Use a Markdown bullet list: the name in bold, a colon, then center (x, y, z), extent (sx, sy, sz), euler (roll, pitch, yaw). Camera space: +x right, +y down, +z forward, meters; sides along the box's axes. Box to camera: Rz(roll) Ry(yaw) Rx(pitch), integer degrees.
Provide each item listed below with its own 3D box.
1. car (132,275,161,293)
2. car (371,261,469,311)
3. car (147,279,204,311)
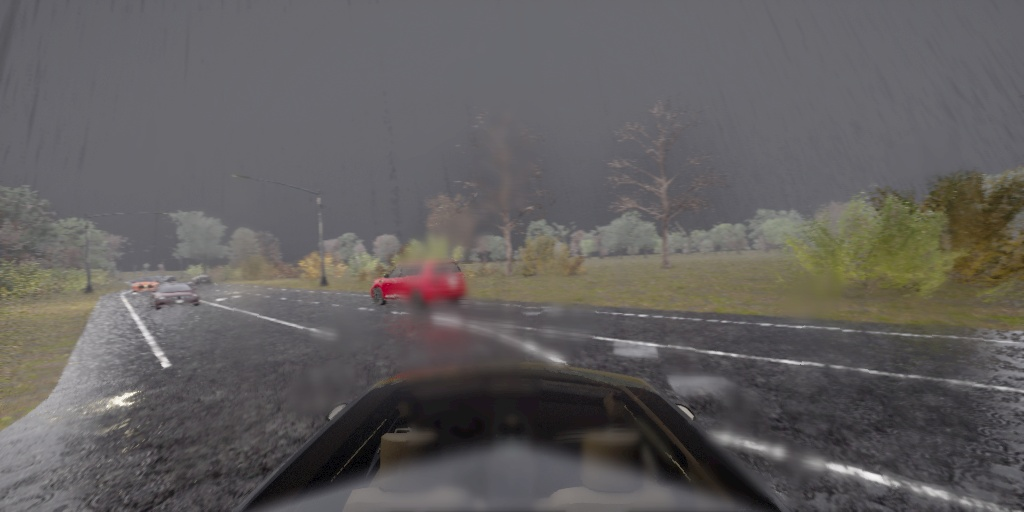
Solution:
- **car**: center (-44.621, 3.447, 43.694), extent (2.097, 1.767, 4.553), euler (-2, -1, -44)
- **car**: center (-4.419, 1.311, 16.760), extent (5.566, 2.045, 2.150), euler (-3, -1, 42)
- **car**: center (-20.348, 2.366, 21.611), extent (4.674, 1.442, 1.812), euler (-3, -1, 42)
